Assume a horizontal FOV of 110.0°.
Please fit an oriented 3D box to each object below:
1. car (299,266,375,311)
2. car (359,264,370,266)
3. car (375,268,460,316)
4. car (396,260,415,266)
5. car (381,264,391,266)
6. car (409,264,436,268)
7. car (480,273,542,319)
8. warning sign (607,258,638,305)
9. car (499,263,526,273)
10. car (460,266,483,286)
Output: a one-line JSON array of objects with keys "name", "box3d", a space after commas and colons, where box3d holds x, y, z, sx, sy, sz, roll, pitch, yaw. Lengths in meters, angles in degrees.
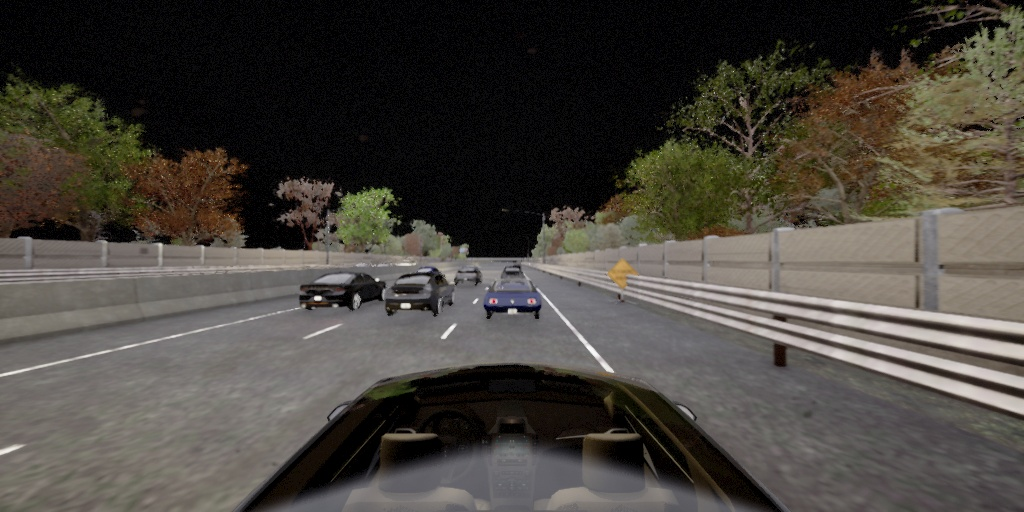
[{"name": "car", "box3d": [-6.942, 1.381, 15.333, 1.882, 1.535, 5.008, 0, 0, 0]}, {"name": "car", "box3d": [-24.508, 1.994, 59.167, 2.033, 1.411, 5.357, 0, -1, 1]}, {"name": "car", "box3d": [-3.451, 1.396, 14.159, 1.837, 1.490, 4.892, 0, 0, 1]}, {"name": "car", "box3d": [-17.521, 1.670, 59.392, 2.150, 2.045, 5.566, 0, -1, 1]}, {"name": "car", "box3d": [-21.010, 1.995, 59.250, 2.033, 1.411, 5.357, 0, -1, 1]}, {"name": "car", "box3d": [-6.943, 1.601, 29.823, 1.812, 1.442, 4.674, 0, 0, 1]}, {"name": "car", "box3d": [0.042, 1.483, 13.517, 1.895, 1.301, 4.718, 0, -1, 1]}, {"name": "warning sign", "box3d": [4.553, 1.012, 14.794, 1.300, 1.860, 1.060, 0, 0, 0]}, {"name": "car", "box3d": [0.051, 1.573, 29.148, 1.837, 1.490, 4.892, 0, 0, 1]}, {"name": "car", "box3d": [-3.448, 1.559, 29.132, 2.128, 1.511, 4.902, 0, -1, 1]}]
